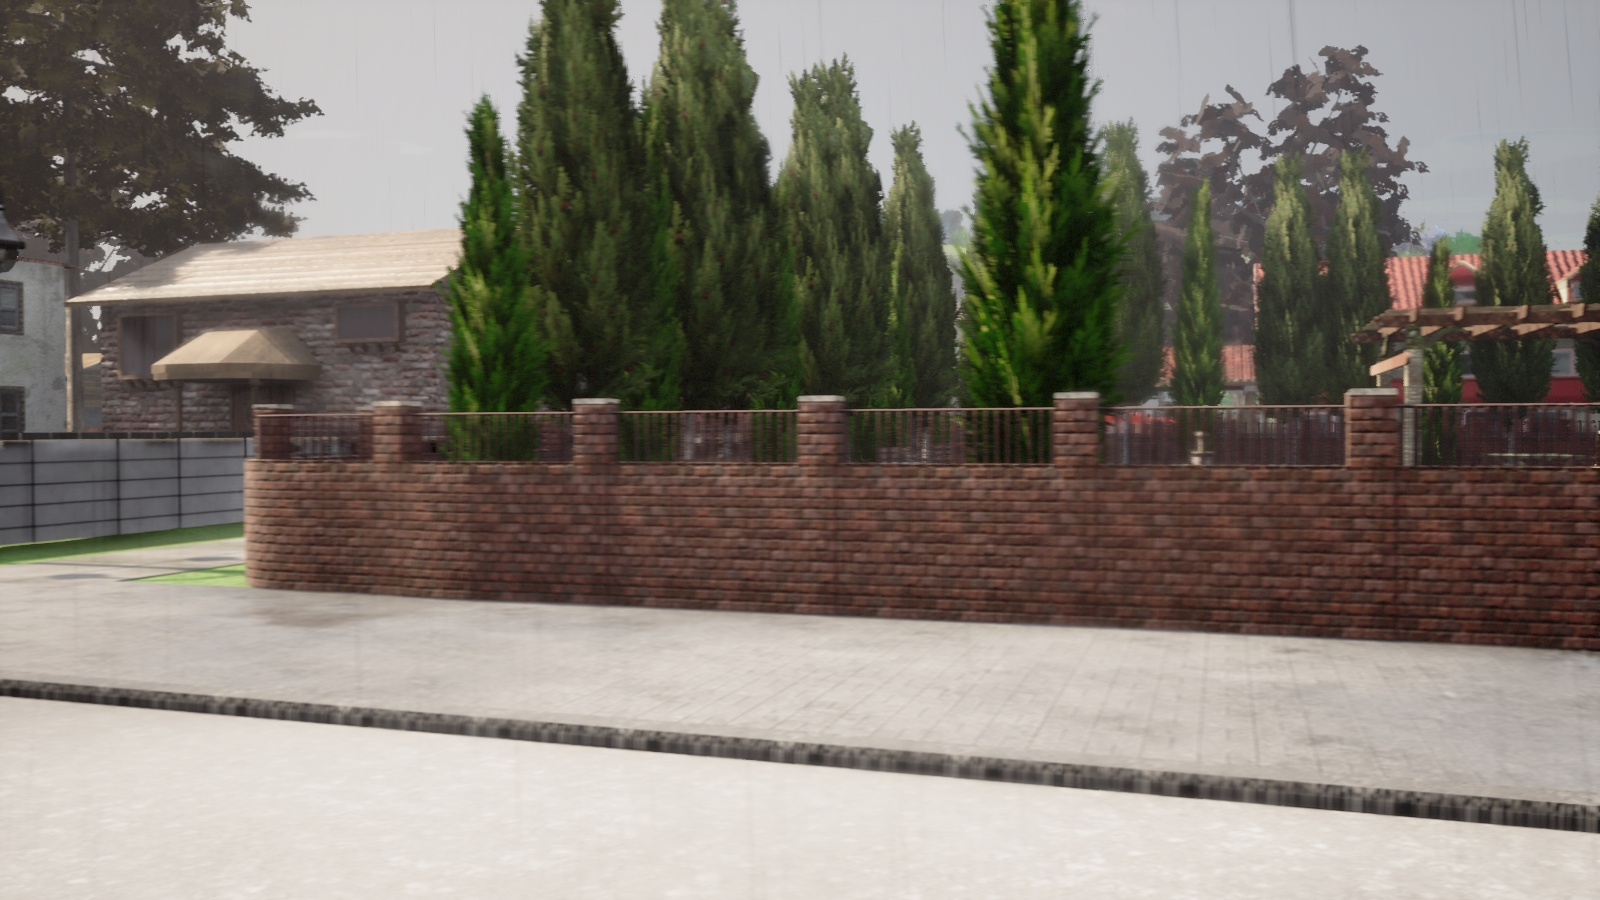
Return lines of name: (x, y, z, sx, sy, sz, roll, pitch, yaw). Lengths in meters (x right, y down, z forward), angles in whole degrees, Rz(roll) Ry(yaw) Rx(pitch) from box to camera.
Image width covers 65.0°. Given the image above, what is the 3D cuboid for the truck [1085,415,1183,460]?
truck: (18.938, -0.729, 71.167, 5.204, 2.467, 2.627, 1, 1, 19)
